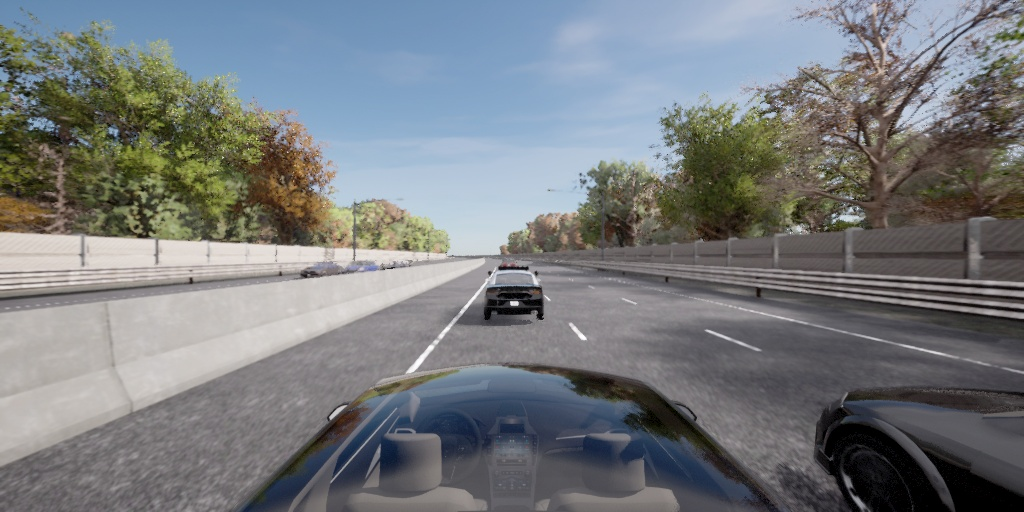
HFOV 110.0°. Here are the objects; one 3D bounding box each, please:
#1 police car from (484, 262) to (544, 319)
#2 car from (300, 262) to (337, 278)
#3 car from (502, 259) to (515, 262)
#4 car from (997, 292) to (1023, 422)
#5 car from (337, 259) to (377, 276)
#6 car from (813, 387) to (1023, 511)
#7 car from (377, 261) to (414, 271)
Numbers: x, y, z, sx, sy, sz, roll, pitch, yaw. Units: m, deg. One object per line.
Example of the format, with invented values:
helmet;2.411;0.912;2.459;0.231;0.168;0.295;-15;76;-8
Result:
police car;0.052;1.179;13.018;1.930;1.638;5.238;0;0;0
car;-17.808;1.309;34.005;2.033;1.411;5.357;0;0;-1
car;-0.402;1.118;43.004;2.097;1.767;4.553;0;0;-1
car;7.092;1.226;2.045;1.882;1.535;5.008;0;0;0
car;-14.309;1.179;34.126;2.097;1.767;4.553;0;0;-1
car;3.592;1.313;1.339;1.994;1.385;4.181;0;0;0
car;-10.809;1.163;34.134;1.895;1.301;4.718;0;0;-1
